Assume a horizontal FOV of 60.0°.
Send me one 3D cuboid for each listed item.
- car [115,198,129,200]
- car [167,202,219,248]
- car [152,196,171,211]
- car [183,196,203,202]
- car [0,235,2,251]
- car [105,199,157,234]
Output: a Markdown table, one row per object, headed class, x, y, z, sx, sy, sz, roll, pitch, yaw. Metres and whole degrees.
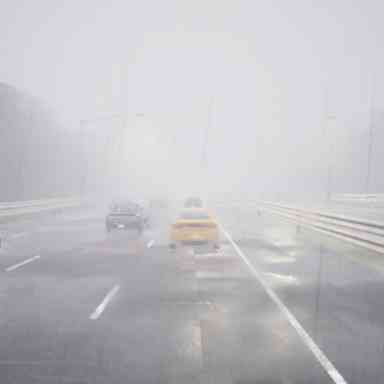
| class | x | y | z | sx | sy | sz | roll | pitch | yaw |
| --- | --- | --- | --- | --- | --- | --- | --- | --- | --- |
| car | -6.895 | 1.276 | 33.650 | 1.895 | 1.301 | 4.718 | 0 | 1 | 0 |
| car | 0.102 | 1.414 | 14.442 | 1.882 | 1.535 | 5.008 | 0 | 0 | 0 |
| car | -3.396 | 1.150 | 35.300 | 1.837 | 1.490 | 4.892 | 0 | 1 | 0 |
| car | 0.104 | 1.150 | 35.249 | 1.837 | 1.490 | 4.892 | 0 | 1 | 0 |
| car | -6.898 | 1.202 | 7.794 | 2.150 | 2.045 | 5.566 | 0 | 0 | 0 |
| car | -3.398 | 1.391 | 18.375 | 2.128 | 1.511 | 4.902 | 0 | 1 | 0 |
